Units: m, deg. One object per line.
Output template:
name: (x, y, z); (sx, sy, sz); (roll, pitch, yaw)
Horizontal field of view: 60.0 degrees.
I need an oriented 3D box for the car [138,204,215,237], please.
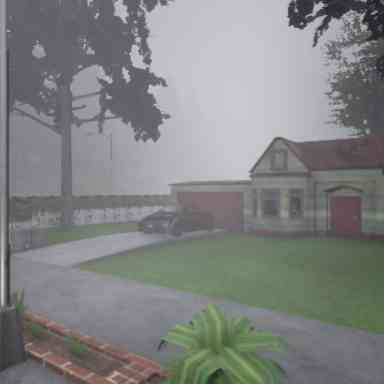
car: (-0.655, 1.304, 16.116); (1.994, 1.381, 4.181); (0, 0, 36)
